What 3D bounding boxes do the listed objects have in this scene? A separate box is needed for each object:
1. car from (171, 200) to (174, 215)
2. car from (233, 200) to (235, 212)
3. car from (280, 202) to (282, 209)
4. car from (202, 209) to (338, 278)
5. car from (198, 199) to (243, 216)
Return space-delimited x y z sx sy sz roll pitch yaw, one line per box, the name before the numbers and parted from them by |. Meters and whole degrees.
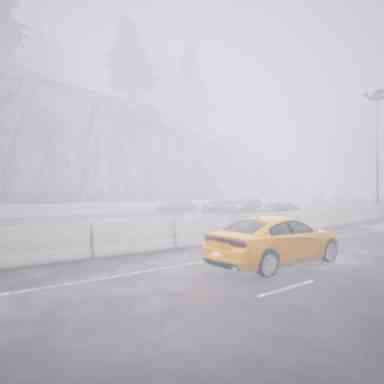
car | -1.547 1.490 34.536 5.008 1.535 1.882 0 0 -43
car | 4.897 1.347 30.995 4.553 1.767 2.097 0 0 -43
car | 7.238 1.535 28.331 5.357 1.411 2.033 0 0 -43
car | 2.571 1.474 10.247 5.008 1.535 1.882 0 0 -38
car | 3.010 1.505 33.998 4.892 1.490 1.837 0 0 -44
